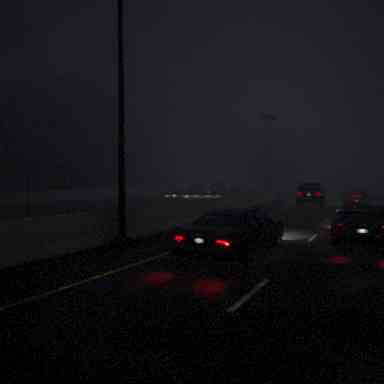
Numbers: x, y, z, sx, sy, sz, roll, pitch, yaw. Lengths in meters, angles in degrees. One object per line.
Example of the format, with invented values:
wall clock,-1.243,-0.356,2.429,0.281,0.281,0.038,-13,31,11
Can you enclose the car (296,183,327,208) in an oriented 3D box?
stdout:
car,10.236,0.215,28.599,2.150,2.045,5.566,1,2,23

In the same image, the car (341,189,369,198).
car,13.962,0.466,28.509,1.882,1.535,5.008,1,2,23

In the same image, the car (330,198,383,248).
car,6.273,1.128,12.163,1.994,1.385,4.181,1,2,28

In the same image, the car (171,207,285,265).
car,1.404,1.181,10.427,2.033,1.411,5.357,1,2,29
